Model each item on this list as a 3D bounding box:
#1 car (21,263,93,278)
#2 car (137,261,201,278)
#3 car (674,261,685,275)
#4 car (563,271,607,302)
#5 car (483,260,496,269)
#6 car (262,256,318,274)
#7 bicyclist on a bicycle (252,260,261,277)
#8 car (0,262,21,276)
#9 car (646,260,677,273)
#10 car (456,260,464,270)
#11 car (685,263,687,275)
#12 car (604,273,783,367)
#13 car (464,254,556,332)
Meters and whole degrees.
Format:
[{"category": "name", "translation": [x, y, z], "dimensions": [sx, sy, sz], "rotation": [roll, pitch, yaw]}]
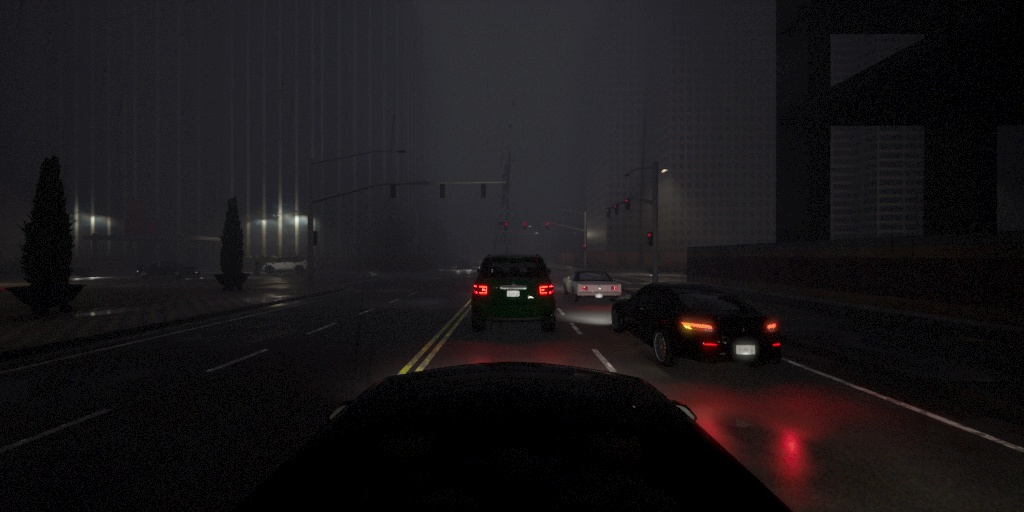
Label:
[{"category": "car", "translation": [-41.552, 1.317, 33.031], "dimensions": [4.181, 1.385, 1.994], "rotation": [0, 0, 0]}, {"category": "car", "translation": [-31.584, 1.245, 33.078], "dimensions": [4.902, 1.511, 2.128], "rotation": [0, 0, 0]}, {"category": "car", "translation": [19.879, 1.355, 37.209], "dimensions": [4.718, 1.301, 1.895], "rotation": [0, 0, 1]}, {"category": "car", "translation": [3.594, 1.352, 16.974], "dimensions": [1.895, 1.301, 4.718], "rotation": [0, 0, 0]}, {"category": "car", "translation": [-3.546, 1.357, 57.553], "dimensions": [1.895, 1.301, 4.718], "rotation": [0, 0, 0]}, {"category": "car", "translation": [-24.761, 0.975, 40.189], "dimensions": [5.566, 2.045, 2.150], "rotation": [0, 0, 0]}, {"category": "bicyclist on a bicycle", "translation": [-24.643, 1.206, 34.598], "dimensions": [0.582, 1.620, 1.656], "rotation": [0, 0, -13]}, {"category": "car", "translation": [-50.677, 1.318, 36.611], "dimensions": [4.181, 1.385, 1.994], "rotation": [0, 0, 3]}, {"category": "car", "translation": [17.810, 1.232, 40.722], "dimensions": [5.008, 1.535, 1.882], "rotation": [0, 0, 0]}, {"category": "car", "translation": [-7.056, 1.282, 53.828], "dimensions": [1.812, 1.442, 4.674], "rotation": [0, 0, 0]}, {"category": "car", "translation": [19.673, 0.975, 33.480], "dimensions": [5.566, 2.045, 2.150], "rotation": [0, 0, 0]}, {"category": "car", "translation": [3.589, 1.276, 7.812], "dimensions": [1.812, 1.442, 4.674], "rotation": [0, 0, 0]}, {"category": "car", "translation": [0.058, 0.972, 11.056], "dimensions": [2.150, 2.045, 5.566], "rotation": [0, 0, 1]}]
